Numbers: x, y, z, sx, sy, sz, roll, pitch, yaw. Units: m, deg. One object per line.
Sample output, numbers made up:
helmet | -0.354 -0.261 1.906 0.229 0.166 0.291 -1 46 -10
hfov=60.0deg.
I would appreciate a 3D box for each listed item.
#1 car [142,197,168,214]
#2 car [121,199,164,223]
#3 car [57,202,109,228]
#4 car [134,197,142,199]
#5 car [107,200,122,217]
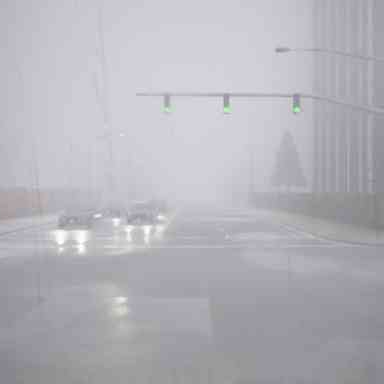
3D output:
car | -3.587 1.407 34.659 2.128 1.511 4.902 0 0 0
car | -3.598 1.495 25.033 2.033 1.411 5.357 0 0 0
car | -7.103 1.526 21.607 1.994 1.385 4.181 0 0 -1
car | -7.024 1.410 44.717 1.812 1.442 4.674 0 0 0
car | -7.096 1.458 30.361 1.812 1.442 4.674 0 0 0
